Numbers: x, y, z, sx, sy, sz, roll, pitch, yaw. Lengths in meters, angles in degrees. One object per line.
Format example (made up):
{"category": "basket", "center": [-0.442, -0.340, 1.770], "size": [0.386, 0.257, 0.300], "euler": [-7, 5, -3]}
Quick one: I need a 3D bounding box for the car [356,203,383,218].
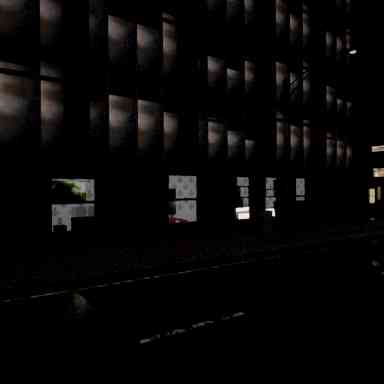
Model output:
{"category": "car", "center": [17.017, 1.816, 33.517], "size": [2.033, 1.411, 5.357], "euler": [-1, 0, -36]}
